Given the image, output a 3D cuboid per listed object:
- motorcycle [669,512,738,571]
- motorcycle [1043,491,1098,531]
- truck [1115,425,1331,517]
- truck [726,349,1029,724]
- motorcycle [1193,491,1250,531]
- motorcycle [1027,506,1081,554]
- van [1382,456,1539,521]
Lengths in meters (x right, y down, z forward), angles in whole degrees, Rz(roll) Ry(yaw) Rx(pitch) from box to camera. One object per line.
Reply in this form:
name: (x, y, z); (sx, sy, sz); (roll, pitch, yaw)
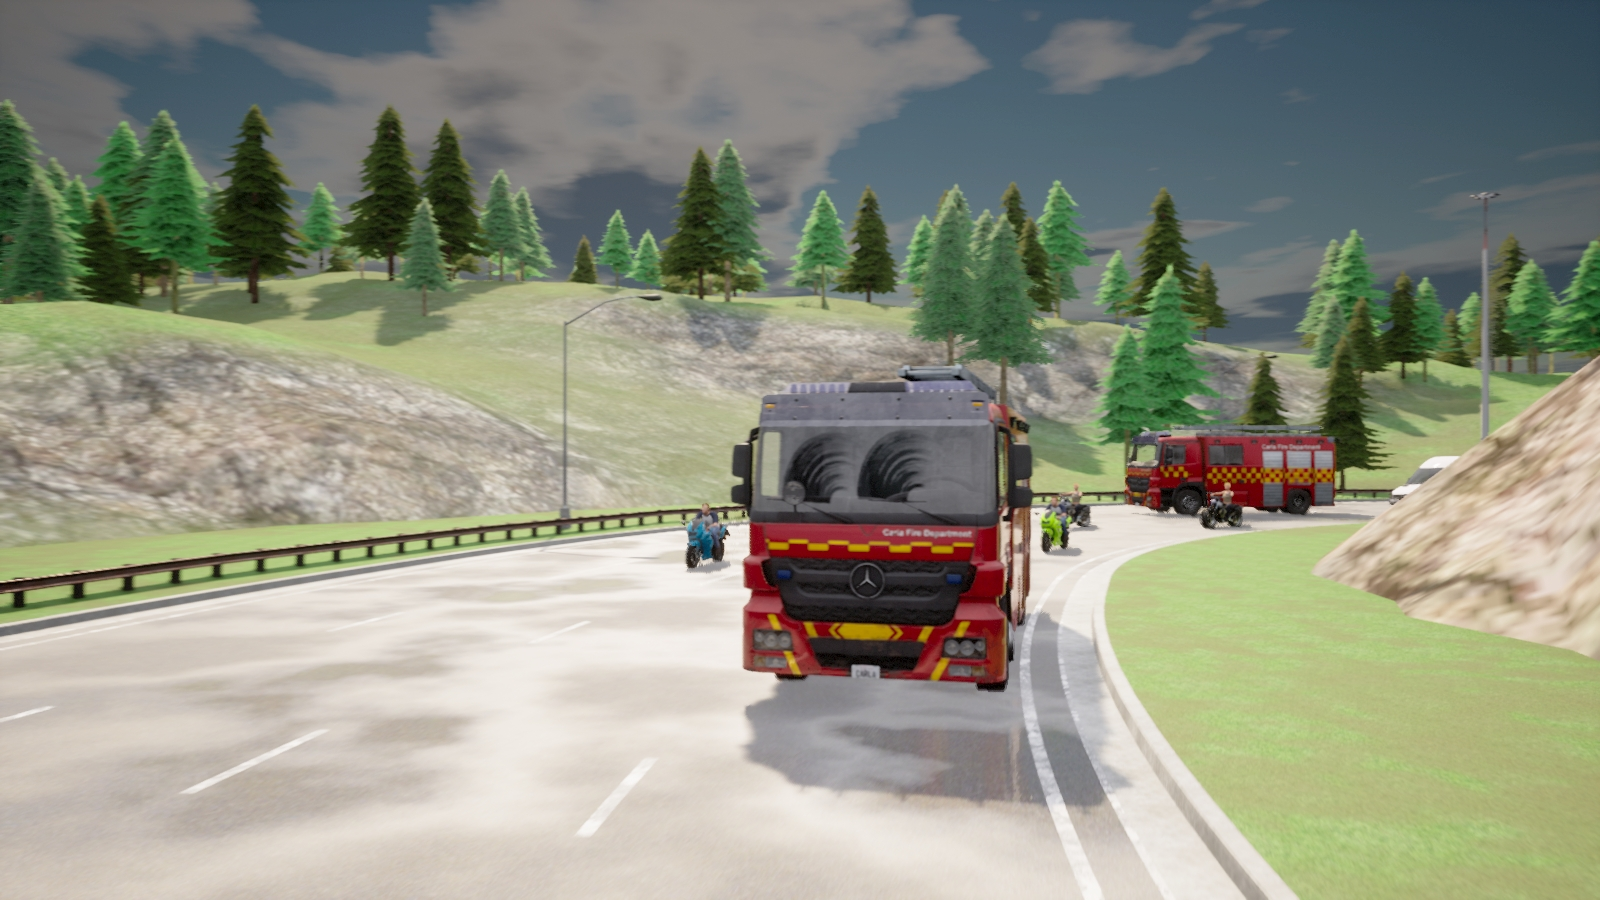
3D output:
motorcycle: (-2.272, 2.168, 27.275); (0.803, 1.199, 2.033); (3, 1, 20)
motorcycle: (9.558, 2.141, 40.332); (2.356, 1.307, 0.764); (0, 0, -44)
truck: (18.322, 0.879, 49.721); (8.468, 3.827, 2.891); (0, 0, -9)
truck: (1.594, 0.883, 16.107); (2.891, 3.827, 8.468); (0, 0, 13)
motorcycle: (15.008, 2.145, 40.640); (2.356, 1.307, 0.764); (0, 0, -38)
motorcycle: (6.991, 2.176, 31.344); (0.803, 1.199, 2.033); (0, -1, 32)
van: (27.194, 1.533, 47.084); (5.915, 2.561, 1.988); (0, 0, -15)
